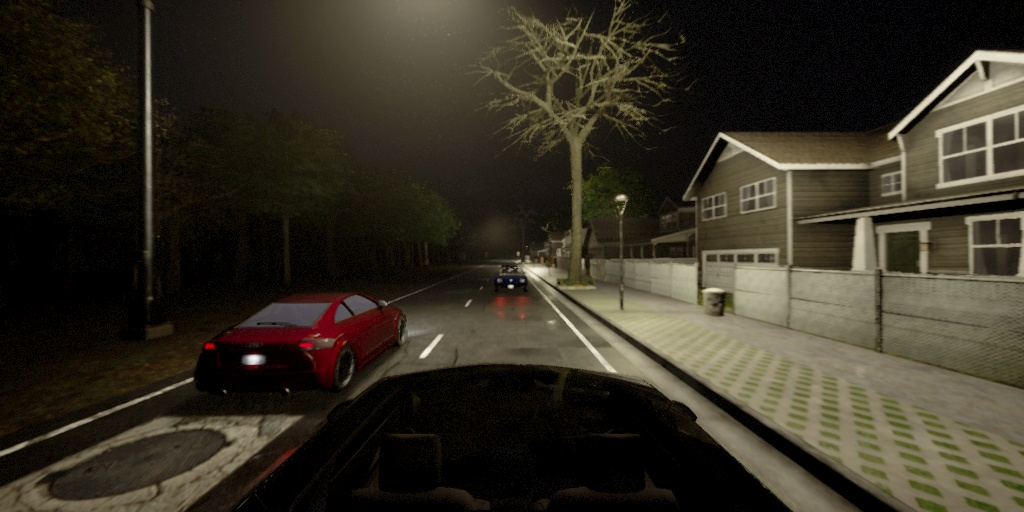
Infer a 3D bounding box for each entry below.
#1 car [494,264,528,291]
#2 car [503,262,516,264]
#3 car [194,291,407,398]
[{"bbox_3d":[-0.076,1.359,21.544,1.895,1.301,4.718,0,0,-1],"label":"car"},{"bbox_3d":[-0.270,1.353,41.631,1.895,1.301,4.718,0,0,-1],"label":"car"},{"bbox_3d":[-3.429,1.339,6.739,1.994,1.385,4.181,0,0,-1],"label":"car"}]
